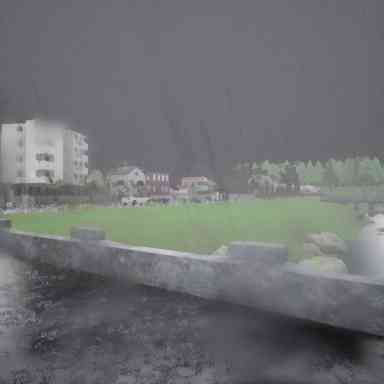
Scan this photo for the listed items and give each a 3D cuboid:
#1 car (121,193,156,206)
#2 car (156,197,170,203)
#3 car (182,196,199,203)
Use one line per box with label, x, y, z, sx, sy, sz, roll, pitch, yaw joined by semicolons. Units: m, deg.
car;-8.989;1.256;54.205;2.150;2.045;5.566;0;0;36
car;-6.467;1.653;64.619;1.895;1.301;4.718;0;0;36
car;-0.289;1.532;66.387;1.812;1.442;4.674;0;0;36
